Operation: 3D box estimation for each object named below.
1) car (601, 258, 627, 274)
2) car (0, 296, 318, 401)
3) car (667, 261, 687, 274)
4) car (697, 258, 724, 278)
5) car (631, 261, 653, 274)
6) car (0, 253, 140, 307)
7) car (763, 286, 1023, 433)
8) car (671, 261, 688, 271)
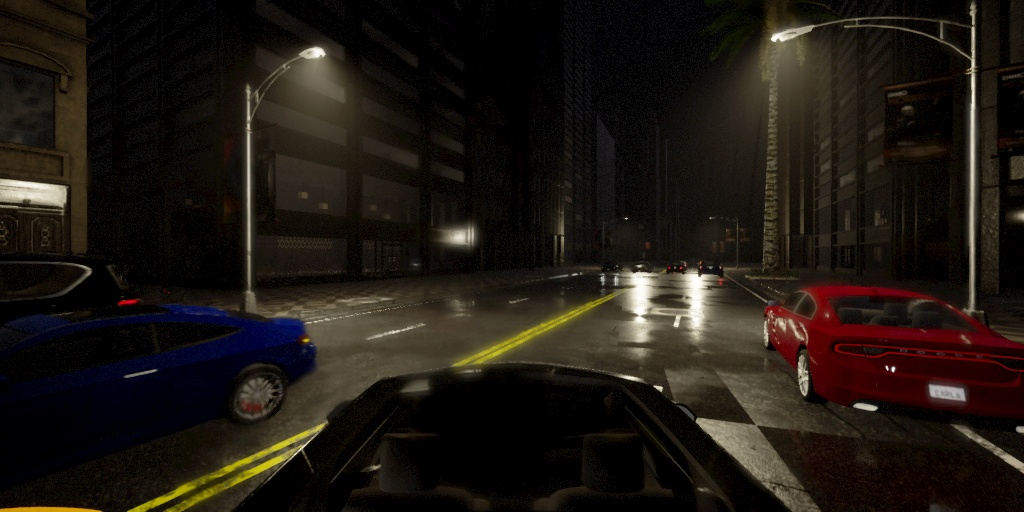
[{"bbox_3d":[11.839,1.271,42.163,1.837,1.490,4.892,0,0,27],"label":"car"},{"bbox_3d":[-4.368,1.276,3.511,1.812,1.442,4.674,0,0,27],"label":"car"},{"bbox_3d":[18.625,1.315,40.713,2.033,1.411,5.357,0,0,27],"label":"car"},{"bbox_3d":[19.269,1.116,34.891,2.097,1.767,4.553,0,0,27],"label":"car"},{"bbox_3d":[15.091,1.314,41.382,2.033,1.411,5.357,0,0,27],"label":"car"},{"bbox_3d":[-7.843,0.972,3.859,2.150,2.045,5.566,0,0,27],"label":"car"},{"bbox_3d":[5.511,1.228,5.807,1.882,1.535,5.008,0,0,27],"label":"car"},{"bbox_3d":[23.507,1.379,50.214,1.895,1.301,4.718,0,0,27],"label":"car"}]
